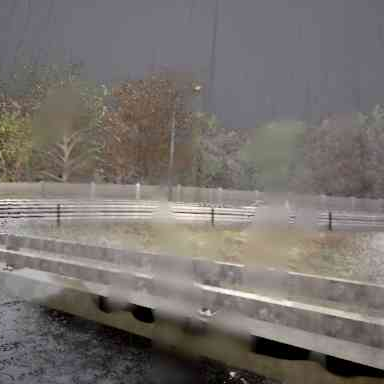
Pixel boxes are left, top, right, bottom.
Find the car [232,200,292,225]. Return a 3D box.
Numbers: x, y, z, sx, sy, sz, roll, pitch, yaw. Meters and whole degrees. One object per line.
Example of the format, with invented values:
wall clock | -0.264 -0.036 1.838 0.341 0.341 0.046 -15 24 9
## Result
car | 6.390 1.728 30.079 5.566 2.045 2.150 2 0 -18
